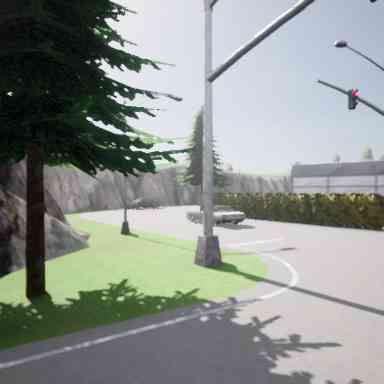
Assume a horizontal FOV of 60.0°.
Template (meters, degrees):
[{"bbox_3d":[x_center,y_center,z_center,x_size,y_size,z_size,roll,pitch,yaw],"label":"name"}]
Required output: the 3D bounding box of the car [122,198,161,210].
[{"bbox_3d":[-6.390,1.510,42.583,2.033,1.411,5.357,0,0,38],"label":"car"}]

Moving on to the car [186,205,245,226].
[{"bbox_3d":[1.479,1.573,23.089,1.895,1.301,4.718,0,0,-32],"label":"car"}]
